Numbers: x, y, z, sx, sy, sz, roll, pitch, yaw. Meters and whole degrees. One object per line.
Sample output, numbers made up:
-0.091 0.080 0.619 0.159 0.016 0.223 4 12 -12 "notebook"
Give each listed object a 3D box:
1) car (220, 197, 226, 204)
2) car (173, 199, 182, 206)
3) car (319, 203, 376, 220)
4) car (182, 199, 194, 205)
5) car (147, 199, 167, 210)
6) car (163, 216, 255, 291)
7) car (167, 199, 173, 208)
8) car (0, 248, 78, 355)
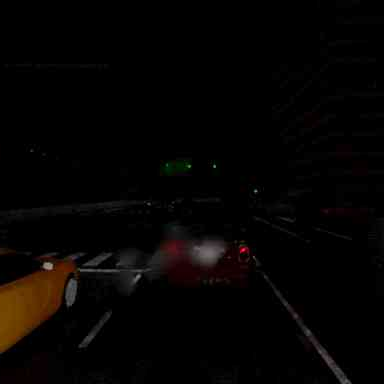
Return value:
9.460 2.202 88.414 4.553 1.767 2.097 1 -1 -44 "car"
-4.154 2.148 69.466 1.837 1.490 4.892 0 -1 11 "car"
14.706 1.854 31.673 5.008 1.535 1.882 0 -1 2 "car"
-1.131 2.294 78.973 1.994 1.385 4.181 0 -1 25 "car"
-5.408 1.818 50.298 2.097 1.767 4.553 0 -1 2 "car"
0.500 1.442 9.458 2.097 1.767 4.553 0 -1 4 "car"
-5.054 2.028 59.220 1.882 1.535 5.008 0 -1 3 "car"
-3.300 1.519 4.785 1.882 1.535 5.008 0 -1 2 "car"
